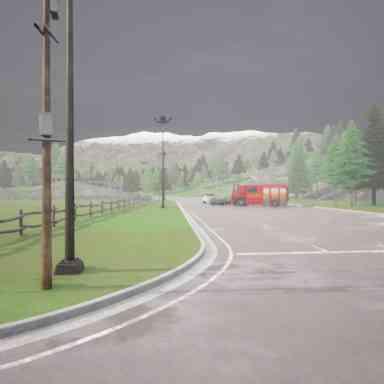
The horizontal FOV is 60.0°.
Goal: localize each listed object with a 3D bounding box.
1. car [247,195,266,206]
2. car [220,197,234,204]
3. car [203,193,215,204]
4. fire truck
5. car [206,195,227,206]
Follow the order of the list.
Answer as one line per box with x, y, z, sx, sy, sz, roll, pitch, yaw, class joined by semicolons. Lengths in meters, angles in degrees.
10.905;1.350;56.702;2.097;1.767;4.553;0;0;-4;car
6.836;1.598;65.039;1.895;1.301;4.718;0;0;-4;car
3.344;1.219;64.805;2.150;2.045;5.566;0;0;-4;car
10.366;0.350;50.921;8.468;3.827;2.891;0;0;21;fire truck
4.012;1.562;54.740;1.994;1.385;4.181;0;0;-4;car
